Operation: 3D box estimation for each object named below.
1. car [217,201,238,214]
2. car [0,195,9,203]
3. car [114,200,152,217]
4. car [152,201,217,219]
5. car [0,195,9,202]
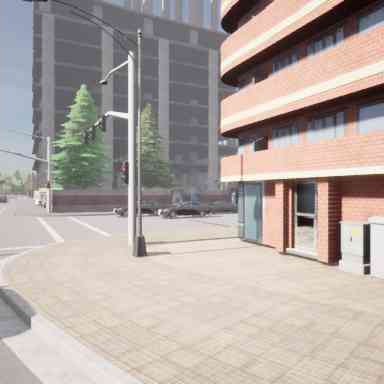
[{"bbox_3d":[3.022,1.619,35.572,4.181,1.385,1.994,0,0,-27],"label":"car"},{"bbox_3d":[-37.931,1.595,66.052,1.895,1.301,4.718,0,0,-27],"label":"car"},{"bbox_3d":[-4.945,1.547,31.578,4.902,1.511,2.128,0,0,-27],"label":"car"},{"bbox_3d":[-0.641,1.547,29.819,4.902,1.511,2.128,0,0,-27],"label":"car"},{"bbox_3d":[-42.448,1.500,74.912,1.837,1.490,4.892,0,0,-27],"label":"car"}]
